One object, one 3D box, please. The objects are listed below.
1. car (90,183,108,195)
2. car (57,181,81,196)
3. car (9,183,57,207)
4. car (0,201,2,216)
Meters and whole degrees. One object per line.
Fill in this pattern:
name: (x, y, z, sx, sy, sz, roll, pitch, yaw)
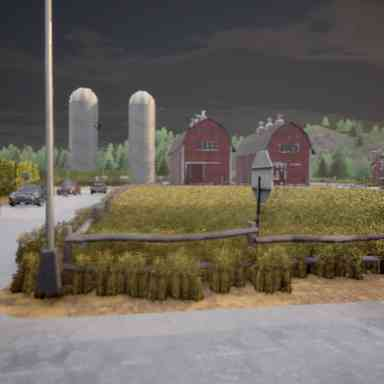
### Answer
car: (-11.920, -0.446, 42.849, 2.128, 1.511, 4.902, 0, 3, -9)
car: (-14.659, -0.475, 39.697, 2.097, 1.767, 4.553, 0, 3, -10)
car: (-12.204, 0.127, 25.430, 2.097, 1.767, 4.553, 0, 2, -10)
car: (-10.441, 0.688, 15.381, 1.812, 1.442, 4.674, 0, 2, -10)
